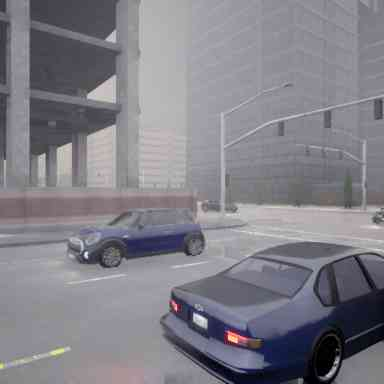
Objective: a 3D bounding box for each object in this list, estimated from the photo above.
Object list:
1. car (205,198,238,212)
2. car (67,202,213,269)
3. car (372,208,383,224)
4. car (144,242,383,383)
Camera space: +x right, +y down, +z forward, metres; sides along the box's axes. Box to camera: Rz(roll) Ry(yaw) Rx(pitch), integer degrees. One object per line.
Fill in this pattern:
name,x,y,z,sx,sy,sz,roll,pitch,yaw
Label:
car,3.074,1.505,37.408,1.837,1.490,4.892,0,0,-36
car,-1.788,1.352,11.331,4.553,1.767,2.097,0,0,-36
car,14.485,1.525,23.318,4.674,1.442,1.812,0,0,-37
car,2.149,1.547,5.324,5.357,1.411,2.033,0,0,-35
